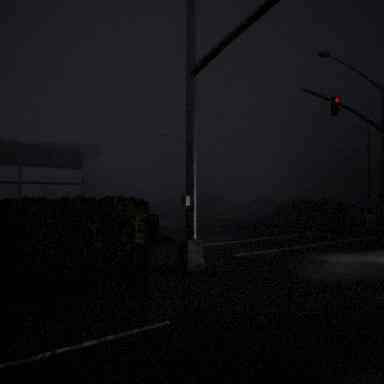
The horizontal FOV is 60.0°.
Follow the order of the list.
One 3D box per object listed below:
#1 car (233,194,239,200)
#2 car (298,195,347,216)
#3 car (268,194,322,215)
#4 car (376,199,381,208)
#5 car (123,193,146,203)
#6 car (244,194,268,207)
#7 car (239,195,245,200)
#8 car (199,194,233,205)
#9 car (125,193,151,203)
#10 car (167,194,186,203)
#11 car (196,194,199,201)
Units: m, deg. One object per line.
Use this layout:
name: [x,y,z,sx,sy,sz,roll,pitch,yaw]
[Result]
car: [9.454,1.231,77.931,3.806,1.475,1.970,0,0,-35]
car: [12.047,1.339,29.998,4.514,1.523,2.007,0,0,-35]
car: [10.200,1.330,32.534,5.027,1.636,2.152,0,0,-35]
car: [25.558,1.383,43.145,3.806,1.475,1.970,0,0,-35]
car: [-10.947,1.076,63.607,3.866,1.878,1.905,0,0,-35]
car: [9.669,1.319,46.639,3.633,1.501,1.845,0,0,-35]
car: [13.408,1.153,72.866,5.027,1.636,2.152,0,0,-35]
car: [3.959,1.297,54.839,4.514,1.523,2.007,0,0,-35]
car: [-9.536,1.360,60.535,3.806,1.475,1.970,0,0,-35]
car: [-2.620,1.097,65.441,4.605,1.855,1.932,0,0,-35]
car: [1.581,1.297,76.876,4.514,1.523,2.007,0,0,-35]
